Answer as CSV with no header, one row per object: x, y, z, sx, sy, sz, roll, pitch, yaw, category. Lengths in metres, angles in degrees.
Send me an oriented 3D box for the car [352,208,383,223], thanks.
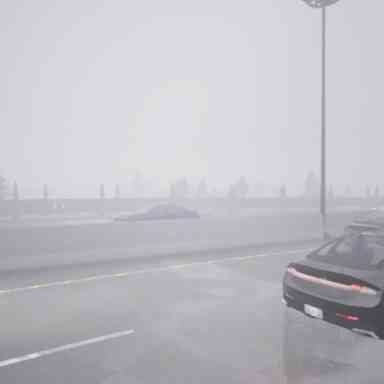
7.593,1.463,12.026,4.892,1.490,1.837,0,0,-28,car

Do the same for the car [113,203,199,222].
-1.985,1.386,18.995,5.008,1.535,1.882,0,0,-29,car

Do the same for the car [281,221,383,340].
3.792,1.470,5.951,4.902,1.511,2.128,0,0,-31,car
